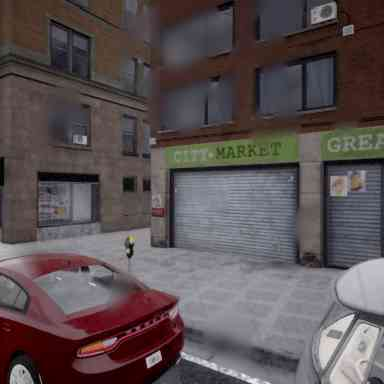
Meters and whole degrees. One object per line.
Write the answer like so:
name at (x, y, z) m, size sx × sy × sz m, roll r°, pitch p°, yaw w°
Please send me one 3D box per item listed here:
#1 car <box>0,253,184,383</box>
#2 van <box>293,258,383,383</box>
car at (-2.198, 1.544, 4.644) m, size 4.507 × 1.381 × 1.887 m, roll 0°, pitch 0°, yaw 35°
van at (2.411, 1.341, 1.357) m, size 3.998 × 1.788 × 1.690 m, roll 0°, pitch 0°, yaw 35°
